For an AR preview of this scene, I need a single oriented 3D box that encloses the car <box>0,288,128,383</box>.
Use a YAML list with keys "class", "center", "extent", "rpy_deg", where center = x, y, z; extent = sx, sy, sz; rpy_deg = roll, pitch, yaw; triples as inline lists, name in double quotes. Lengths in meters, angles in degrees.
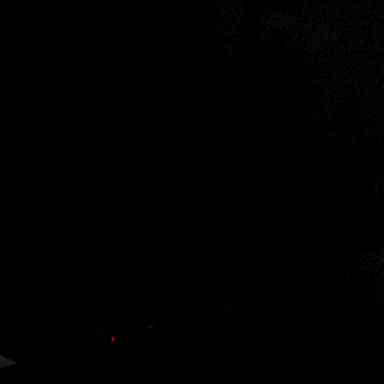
- class: "car"
  center: [-2.811, 1.488, 1.983]
  extent: [4.902, 1.511, 2.128]
  rpy_deg: [0, 0, -35]
